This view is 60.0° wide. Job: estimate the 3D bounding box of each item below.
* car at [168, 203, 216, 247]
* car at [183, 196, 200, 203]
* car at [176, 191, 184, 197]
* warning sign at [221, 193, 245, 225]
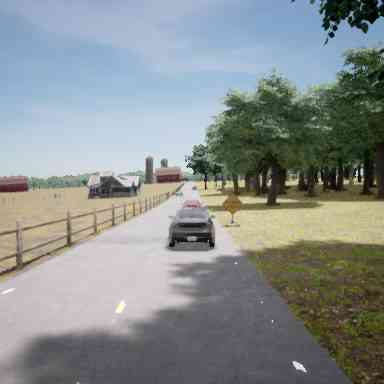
[{"bbox_3d":[0.000,1.455,14.649,1.837,1.490,4.892,0,0,0],"label":"car"},{"bbox_3d":[0.001,1.371,29.652,1.812,1.442,4.674,0,0,0],"label":"car"},{"bbox_3d":[-2.750,0.391,75.860,1.895,1.301,4.718,0,2,0],"label":"car"},{"bbox_3d":[2.469,1.017,20.220,1.300,1.860,1.060,1,1,0],"label":"warning sign"}]
